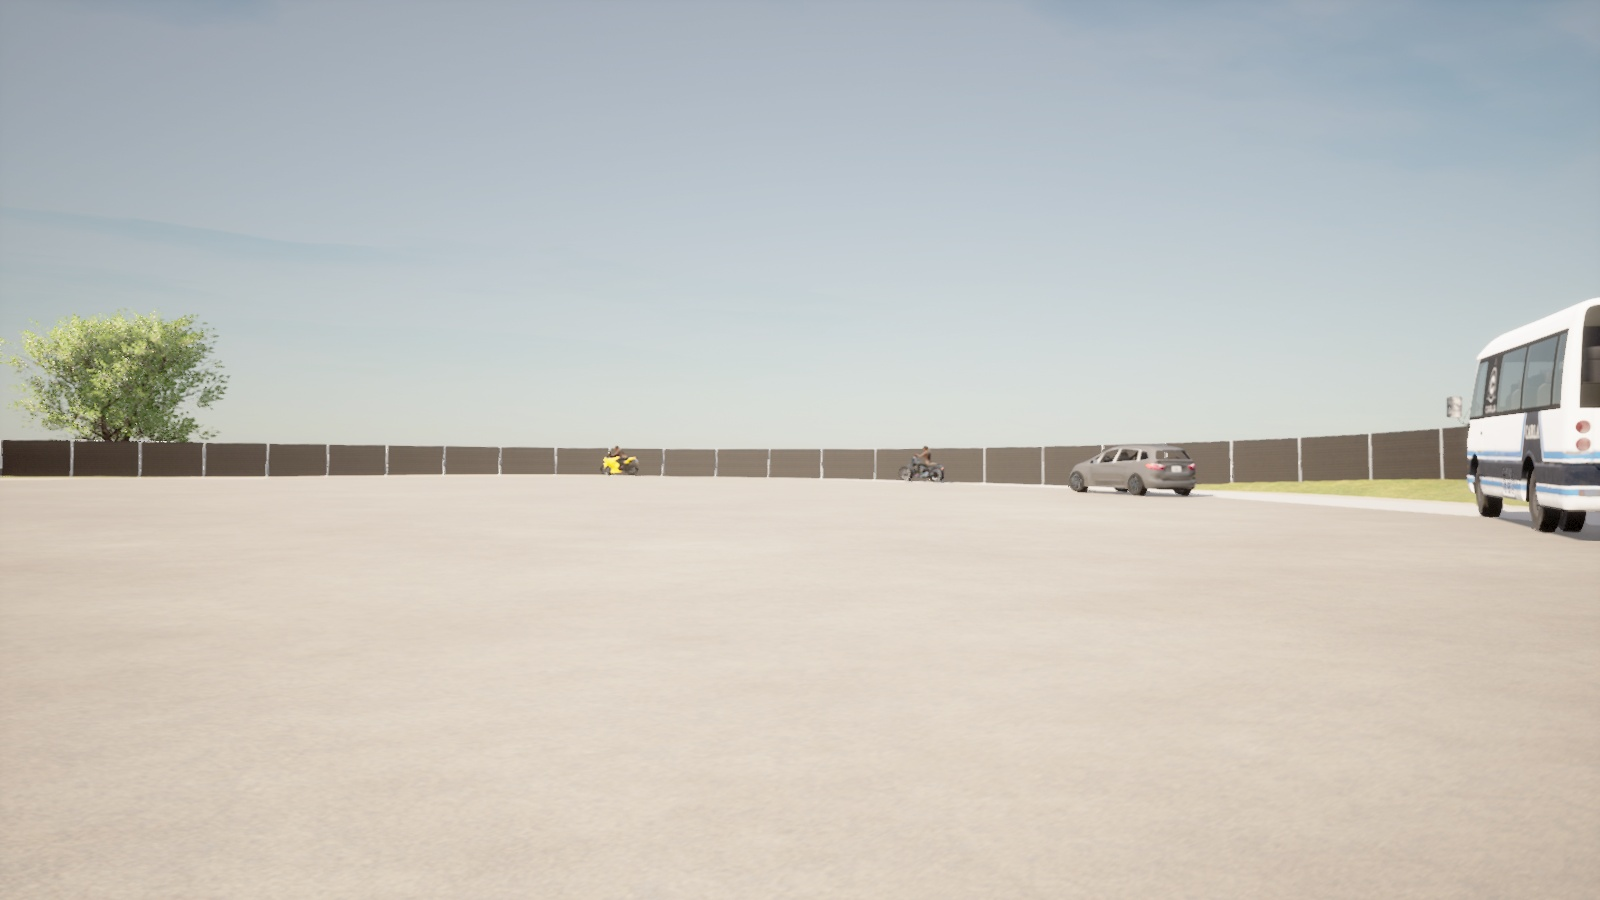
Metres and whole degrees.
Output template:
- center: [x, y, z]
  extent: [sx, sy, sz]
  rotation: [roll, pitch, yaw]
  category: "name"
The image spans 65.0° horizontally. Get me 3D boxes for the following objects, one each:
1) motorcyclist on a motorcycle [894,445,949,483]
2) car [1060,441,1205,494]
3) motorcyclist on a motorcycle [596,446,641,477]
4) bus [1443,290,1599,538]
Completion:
- center: [5.267, 0.604, 54.714]
  extent: [2.350, 1.649, 0.766]
  rotation: [0, 0, 41]
  category: "motorcyclist on a motorcycle"
- center: [11.112, 0.550, 42.341]
  extent: [2.242, 1.667, 4.611]
  rotation: [0, 0, -27]
  category: "car"
- center: [-8.964, 0.592, 62.035]
  extent: [2.044, 1.523, 0.797]
  rotation: [0, -1, 16]
  category: "motorcyclist on a motorcycle"
- center: [16.325, -0.621, 26.051]
  extent: [3.944, 4.253, 10.273]
  rotation: [0, 0, 19]
  category: "bus"
